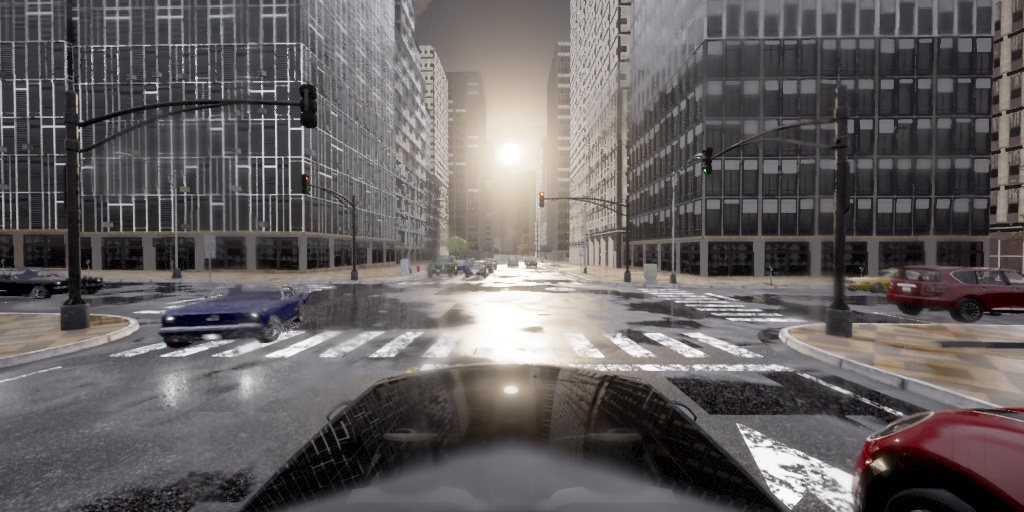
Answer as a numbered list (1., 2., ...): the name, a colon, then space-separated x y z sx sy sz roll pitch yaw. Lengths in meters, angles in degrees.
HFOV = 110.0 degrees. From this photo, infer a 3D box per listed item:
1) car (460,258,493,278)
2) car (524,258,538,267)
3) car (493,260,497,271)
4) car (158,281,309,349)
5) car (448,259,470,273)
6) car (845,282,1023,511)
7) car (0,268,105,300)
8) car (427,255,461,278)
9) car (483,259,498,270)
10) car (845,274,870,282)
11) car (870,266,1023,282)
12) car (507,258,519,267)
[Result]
1. car: -3.242 1.224 33.947 2.128 1.511 4.902 0 0 1
2. car: 3.457 1.303 63.386 1.895 1.301 4.718 0 0 0
3. car: -3.213 1.325 43.228 1.895 1.301 4.718 0 0 0
4. car: -6.852 1.370 9.436 1.895 1.301 4.718 1 -1 -19
5. car: -6.458 1.201 44.155 1.882 1.535 5.008 0 0 0
6. car: 3.253 1.102 0.415 2.097 1.767 4.553 0 0 0
7. car: -21.211 1.191 15.863 4.718 1.301 1.895 1 1 1
8. car: -6.483 0.954 34.190 2.150 2.045 5.566 0 0 0
9. car: -3.170 1.261 53.932 2.033 1.411 5.357 0 0 0
10. car: 21.864 1.409 20.795 4.829 1.417 1.751 0 0 1
11. car: 16.226 1.281 12.529 5.009 1.841 2.192 0 0 1
12. car: 0.206 1.266 63.368 1.994 1.385 4.181 0 0 0
